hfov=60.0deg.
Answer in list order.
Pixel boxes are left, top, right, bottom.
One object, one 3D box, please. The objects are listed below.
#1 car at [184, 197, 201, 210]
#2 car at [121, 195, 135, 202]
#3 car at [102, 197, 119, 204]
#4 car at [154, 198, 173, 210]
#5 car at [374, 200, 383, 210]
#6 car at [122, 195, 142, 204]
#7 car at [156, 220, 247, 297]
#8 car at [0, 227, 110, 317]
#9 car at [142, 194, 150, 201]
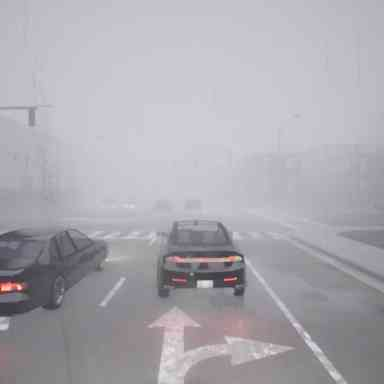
[{"bbox_3d":[0.095,1.369,40.504,1.882,1.535,5.008,0,0,0],"label":"car"},{"bbox_3d":[-14.009,1.344,73.321,2.033,1.411,5.357,0,0,0],"label":"car"},{"bbox_3d":[-14.074,1.447,57.327,1.895,1.301,4.718,0,0,0],"label":"car"},{"bbox_3d":[-3.418,1.418,39.948,1.812,1.442,4.674,0,0,0],"label":"car"},{"bbox_3d":[23.786,1.249,38.778,4.553,1.767,2.097,0,0,0],"label":"car"},{"bbox_3d":[-10.576,1.338,57.662,2.128,1.511,4.902,0,0,0],"label":"car"},{"bbox_3d":[0.114,1.468,8.516,2.128,1.511,4.902,0,0,-3],"label":"car"},{"bbox_3d":[-3.432,1.526,7.711,2.033,1.411,5.357,0,0,0],"label":"car"},{"bbox_3d":[-10.509,1.157,73.983,2.097,1.767,4.553,0,0,0],"label":"car"}]
